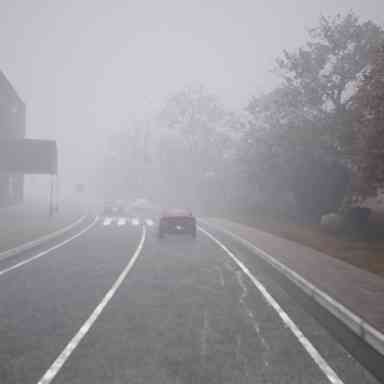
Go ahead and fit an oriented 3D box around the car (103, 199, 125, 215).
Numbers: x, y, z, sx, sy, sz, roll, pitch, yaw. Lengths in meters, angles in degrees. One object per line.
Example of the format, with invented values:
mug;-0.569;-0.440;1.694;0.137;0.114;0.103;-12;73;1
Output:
car;-7.871;1.453;33.208;2.128;1.511;4.902;1;0;-18

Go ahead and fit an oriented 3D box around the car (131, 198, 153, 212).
car;-5.914;1.481;38.970;1.812;1.442;4.674;1;1;-19

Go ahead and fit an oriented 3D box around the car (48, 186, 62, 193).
car;-28.891;-0.379;69.862;1.837;1.490;4.892;2;2;-41

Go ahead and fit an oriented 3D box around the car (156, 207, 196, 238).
car;-0.936;1.552;18.429;1.882;1.535;5.008;0;0;-7
